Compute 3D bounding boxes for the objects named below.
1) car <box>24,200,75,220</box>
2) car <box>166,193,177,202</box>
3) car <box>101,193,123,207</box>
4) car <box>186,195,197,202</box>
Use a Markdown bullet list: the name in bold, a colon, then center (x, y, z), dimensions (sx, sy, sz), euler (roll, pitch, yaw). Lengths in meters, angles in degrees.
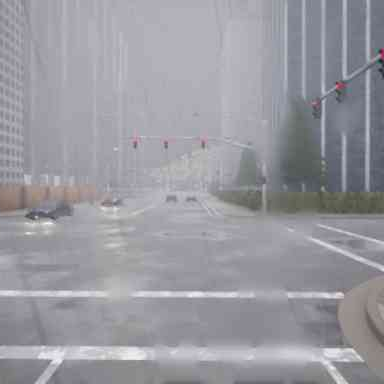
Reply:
- **car**: center (-10.643, 1.327, 25.388), dimensions (2.033, 1.411, 5.357), euler (0, 0, 0)
- **car**: center (-3.601, 1.025, 59.096), dimensions (1.837, 1.490, 4.892), euler (0, 0, 0)
- **car**: center (-10.657, 0.989, 44.545), dimensions (2.097, 1.767, 4.553), euler (0, 1, 0)
- **car**: center (-0.101, 1.121, 59.132), dimensions (1.895, 1.301, 4.718), euler (0, 0, 0)
